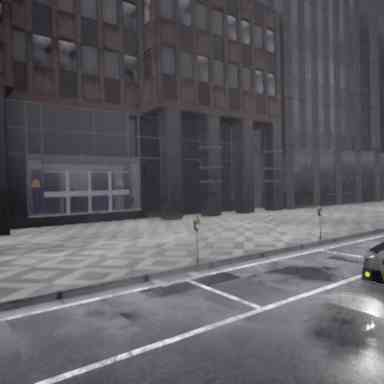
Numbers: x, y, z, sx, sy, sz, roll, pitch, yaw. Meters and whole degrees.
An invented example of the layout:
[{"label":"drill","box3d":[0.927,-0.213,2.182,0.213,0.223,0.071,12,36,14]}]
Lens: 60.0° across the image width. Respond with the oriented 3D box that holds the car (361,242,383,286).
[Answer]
[{"label":"car","box3d":[5.613,1.312,7.386,4.181,1.385,1.994,-2,1,-35]}]
